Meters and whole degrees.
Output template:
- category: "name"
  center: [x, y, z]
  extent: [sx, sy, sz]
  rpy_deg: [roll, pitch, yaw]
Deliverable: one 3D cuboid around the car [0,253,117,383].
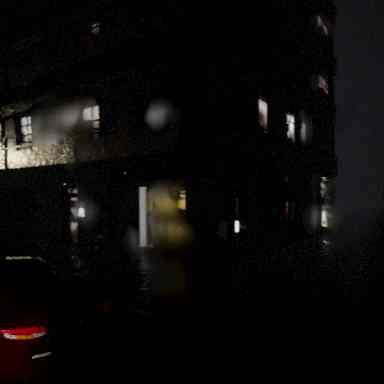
- category: "car"
  center: [-2.917, 1.588, 4.965]
  extent: [4.206, 1.307, 1.802]
  rpy_deg: [0, -1, 36]
